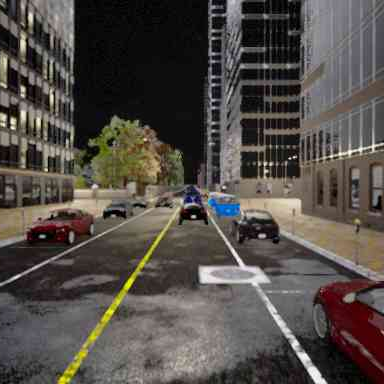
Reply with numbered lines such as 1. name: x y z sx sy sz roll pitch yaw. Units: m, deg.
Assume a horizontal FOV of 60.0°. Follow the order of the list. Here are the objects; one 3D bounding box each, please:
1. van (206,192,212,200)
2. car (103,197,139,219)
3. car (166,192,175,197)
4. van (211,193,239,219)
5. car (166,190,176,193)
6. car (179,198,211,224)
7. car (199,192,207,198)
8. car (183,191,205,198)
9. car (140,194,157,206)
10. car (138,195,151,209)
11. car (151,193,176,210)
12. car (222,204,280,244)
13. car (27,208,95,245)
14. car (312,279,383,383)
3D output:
1. van: 2.768 0.980 37.706 1.690 1.788 3.998 0 1 0
2. car: -5.694 1.336 26.310 1.947 1.339 4.313 0 1 0
3. car: -5.705 0.607 87.189 2.008 1.369 4.403 0 1 0
4. van: 2.689 1.112 26.310 1.690 1.788 3.998 0 1 0
5. car: -5.704 0.668 81.507 1.887 1.381 4.507 0 1 0
6. car: 0.092 1.336 22.571 1.812 1.442 4.674 0 0 0
7. car: 2.677 0.689 81.511 1.947 1.339 4.313 0 1 0
8. car: 0.091 0.847 38.968 2.150 2.045 5.566 0 1 0
9. car: -5.825 1.079 44.938 1.752 1.417 4.829 0 1 0
10. car: -5.776 1.204 37.705 1.947 1.339 4.313 0 1 0
11. car: -3.058 1.150 37.278 1.837 1.490 4.892 0 0 1
12. car: 2.688 1.434 14.907 2.008 1.369 4.403 0 1 0
13. car: -5.693 1.427 14.906 1.887 1.381 4.507 0 0 0
14. car: 2.690 1.556 3.506 1.802 1.307 4.206 0 0 0
